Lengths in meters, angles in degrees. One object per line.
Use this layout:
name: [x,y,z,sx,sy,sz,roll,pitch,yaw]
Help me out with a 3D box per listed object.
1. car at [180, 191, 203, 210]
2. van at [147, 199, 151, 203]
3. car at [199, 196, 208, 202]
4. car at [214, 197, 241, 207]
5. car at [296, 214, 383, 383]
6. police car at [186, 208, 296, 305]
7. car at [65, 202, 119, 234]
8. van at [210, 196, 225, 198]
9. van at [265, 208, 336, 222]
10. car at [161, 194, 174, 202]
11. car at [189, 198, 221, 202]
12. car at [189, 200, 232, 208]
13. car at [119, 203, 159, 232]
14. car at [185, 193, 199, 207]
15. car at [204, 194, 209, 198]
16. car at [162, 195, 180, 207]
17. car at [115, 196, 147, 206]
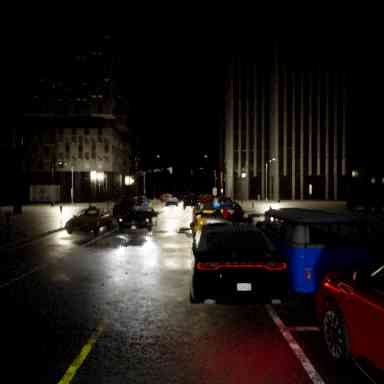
car: [-0.041,1.201,43.074,2.150,2.045,5.566,0,0,0]
van: [-5.804,1.323,35.862,1.690,1.788,3.998,0,0,0]
car: [2.681,1.555,79.593,1.947,1.339,4.313,0,0,0]
car: [2.739,1.427,24.808,1.967,1.590,4.097,0,0,0]
car: [2.764,1.313,2.705,2.192,1.841,5.009,0,0,0]
police car: [0.891,1.421,8.280,1.930,1.638,5.238,0,0,0]
car: [-5.790,1.515,19.118,1.752,1.417,4.829,0,0,0]
van: [2.732,1.325,30.332,1.690,1.788,3.998,0,0,0]
van: [2.758,1.337,8.231,1.690,1.788,3.998,0,0,0]
car: [-5.840,1.301,73.951,2.192,1.841,5.009,0,0,0]
car: [0.875,1.443,24.359,1.801,1.575,5.366,0,0,0]
car: [0.881,1.446,18.360,1.801,1.575,5.366,0,0,0]
car: [-3.121,1.590,20.063,1.895,1.301,4.718,0,0,0]
car: [-0.053,1.211,53.593,2.150,2.045,5.566,0,0,0]
car: [2.725,1.297,35.858,2.192,1.841,5.009,0,0,0]
car: [-3.051,1.583,51.354,1.895,1.301,4.718,0,0,0]
car: [-5.800,1.299,30.337,2.192,1.841,5.009,0,0,0]
